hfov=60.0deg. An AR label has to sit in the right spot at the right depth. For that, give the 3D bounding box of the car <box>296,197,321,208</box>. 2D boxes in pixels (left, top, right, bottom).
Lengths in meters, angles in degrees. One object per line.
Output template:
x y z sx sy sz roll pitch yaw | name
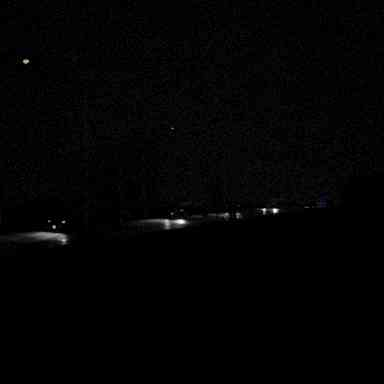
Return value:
16.253 1.495 47.069 1.994 1.385 4.181 -1 -1 35 | car

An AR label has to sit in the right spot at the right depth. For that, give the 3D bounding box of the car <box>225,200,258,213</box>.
5.518 1.547 36.945 1.895 1.301 4.718 -1 -1 35 | car

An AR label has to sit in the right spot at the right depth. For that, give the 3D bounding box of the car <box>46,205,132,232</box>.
-6.083 1.530 20.461 2.033 1.411 5.357 -1 -1 34 | car

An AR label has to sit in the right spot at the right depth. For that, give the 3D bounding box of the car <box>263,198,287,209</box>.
11.343 1.488 45.138 1.812 1.442 4.674 -1 -1 36 | car

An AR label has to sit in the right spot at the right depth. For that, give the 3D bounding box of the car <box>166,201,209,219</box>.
-0.253 1.485 28.785 1.812 1.442 4.674 -1 -1 35 | car

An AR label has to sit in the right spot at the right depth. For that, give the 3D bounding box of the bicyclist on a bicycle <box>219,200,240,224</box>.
2.491 1.342 22.294 1.656 1.620 0.582 0 0 35 | bicyclist on a bicycle

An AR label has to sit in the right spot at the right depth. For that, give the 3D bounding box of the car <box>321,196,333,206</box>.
21.967 1.474 55.180 1.882 1.535 5.008 -1 -1 35 | car
